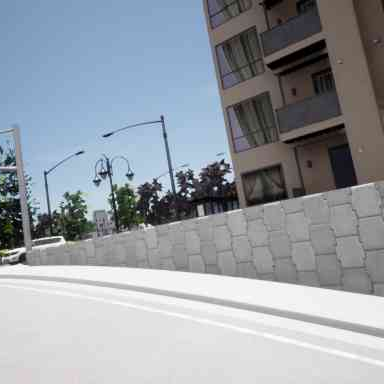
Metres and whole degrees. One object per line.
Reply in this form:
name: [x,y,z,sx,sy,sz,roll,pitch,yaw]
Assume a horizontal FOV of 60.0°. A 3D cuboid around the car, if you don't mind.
car: [-14.076,5.316,30.304,2.150,2.045,5.566,-14,-8,35]
